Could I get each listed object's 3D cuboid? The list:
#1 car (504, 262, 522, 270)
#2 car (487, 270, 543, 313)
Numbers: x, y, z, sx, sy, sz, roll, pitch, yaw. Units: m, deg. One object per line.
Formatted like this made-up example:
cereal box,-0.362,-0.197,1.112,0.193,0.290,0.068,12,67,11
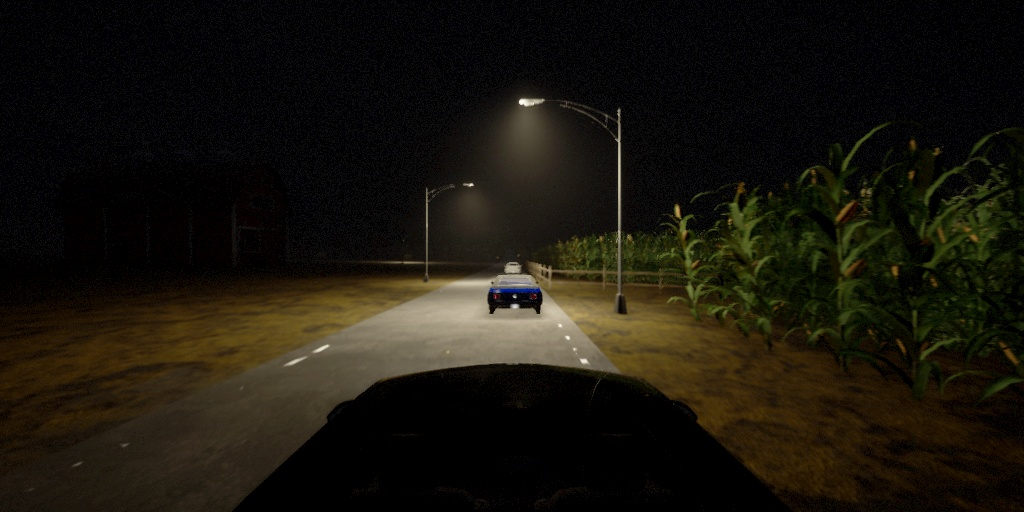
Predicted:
car,0.113,1.415,39.384,1.812,1.442,4.674,0,0,0
car,0.104,1.386,14.115,1.895,1.301,4.718,0,0,0
